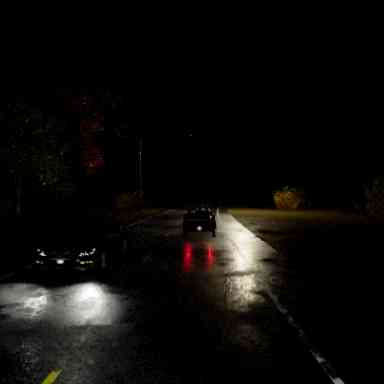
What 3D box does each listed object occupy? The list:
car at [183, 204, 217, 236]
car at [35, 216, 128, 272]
[{"bbox_3d":[0.463,1.713,19.843,2.128,1.511,4.902,0,-1,2],"label":"car"},{"bbox_3d":[-3.462,1.630,11.290,1.837,1.490,4.892,0,-1,1],"label":"car"}]
